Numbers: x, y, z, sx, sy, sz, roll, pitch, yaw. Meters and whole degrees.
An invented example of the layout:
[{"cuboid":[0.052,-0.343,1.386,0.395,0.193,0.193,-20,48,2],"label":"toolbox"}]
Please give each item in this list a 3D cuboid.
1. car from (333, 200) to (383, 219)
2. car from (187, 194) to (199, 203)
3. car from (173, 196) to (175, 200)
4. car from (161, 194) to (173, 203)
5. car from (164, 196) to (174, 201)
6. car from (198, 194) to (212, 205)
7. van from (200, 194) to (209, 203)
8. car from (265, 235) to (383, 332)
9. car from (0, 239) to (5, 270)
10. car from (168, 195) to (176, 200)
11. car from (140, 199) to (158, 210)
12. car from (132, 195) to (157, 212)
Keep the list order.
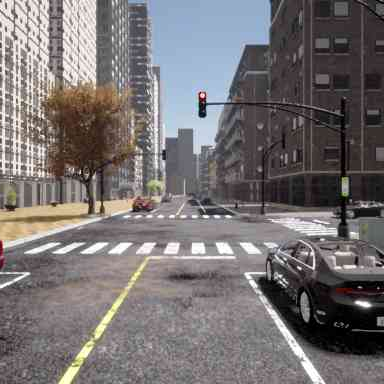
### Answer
[{"cuboid":[13.415,1.350,26.183,4.403,1.369,2.008,-1,1,-1],"label":"car"},{"cuboid":[-0.030,1.656,68.927,1.895,1.301,4.718,0,0,0],"label":"car"},{"cuboid":[-5.725,1.385,77.817,2.192,1.841,5.009,0,0,0],"label":"car"},{"cuboid":[-5.722,1.627,72.294,1.947,1.339,4.313,0,0,0],"label":"car"},{"cuboid":[-5.727,1.632,83.340,2.008,1.369,4.403,0,0,0],"label":"car"},{"cuboid":[2.664,1.610,61.251,1.947,1.339,4.313,0,0,0],"label":"car"},{"cuboid":[2.658,1.402,72.298,1.690,1.788,3.998,0,0,0],"label":"van"},{"cuboid":[2.687,1.551,6.772,2.008,1.369,4.403,0,0,0],"label":"car"},{"cuboid":[-5.694,1.545,6.769,1.887,1.381,4.507,0,0,0],"label":"car"},{"cuboid":[-5.732,1.654,94.385,2.008,1.369,4.403,0,0,0],"label":"car"},{"cuboid":[-5.710,1.592,44.680,1.947,1.339,4.313,0,0,0],"label":"car"},{"cuboid":[-5.708,1.336,39.157,2.192,1.841,5.009,0,0,0],"label":"car"}]
